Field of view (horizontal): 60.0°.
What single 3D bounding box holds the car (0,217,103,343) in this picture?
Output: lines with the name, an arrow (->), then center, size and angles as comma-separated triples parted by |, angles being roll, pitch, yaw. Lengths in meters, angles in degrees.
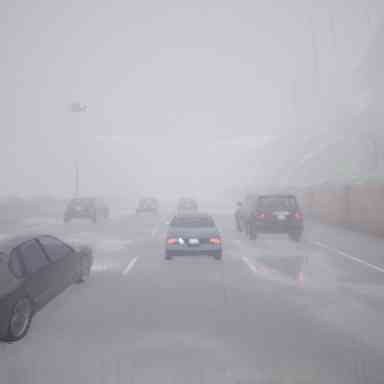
car -> -3.422, 1.479, 6.246 | 2.033, 1.411, 5.357 | 0, 1, 0

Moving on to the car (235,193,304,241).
car -> 3.438, 1.051, 15.689 | 2.150, 2.045, 5.566 | 0, 1, -1

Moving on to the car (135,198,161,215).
car -> -3.886, 1.225, 29.823 | 2.033, 1.411, 5.357 | 0, 1, -1

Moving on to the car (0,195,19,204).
car -> -21.815, 1.120, 39.582 | 2.033, 1.411, 5.357 | 0, 1, -1

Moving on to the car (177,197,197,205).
car -> -0.474, 1.202, 33.491 | 1.994, 1.385, 4.181 | 0, 1, -1

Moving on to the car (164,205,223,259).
car -> 0.011, 1.417, 11.962 | 2.033, 1.411, 5.357 | 0, 1, -1

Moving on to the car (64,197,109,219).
car -> -7.236, 1.100, 23.248 | 2.097, 1.767, 4.553 | 0, 1, -1

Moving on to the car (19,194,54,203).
car -> -18.319, 1.047, 39.921 | 1.882, 1.535, 5.008 | 0, 1, -1
